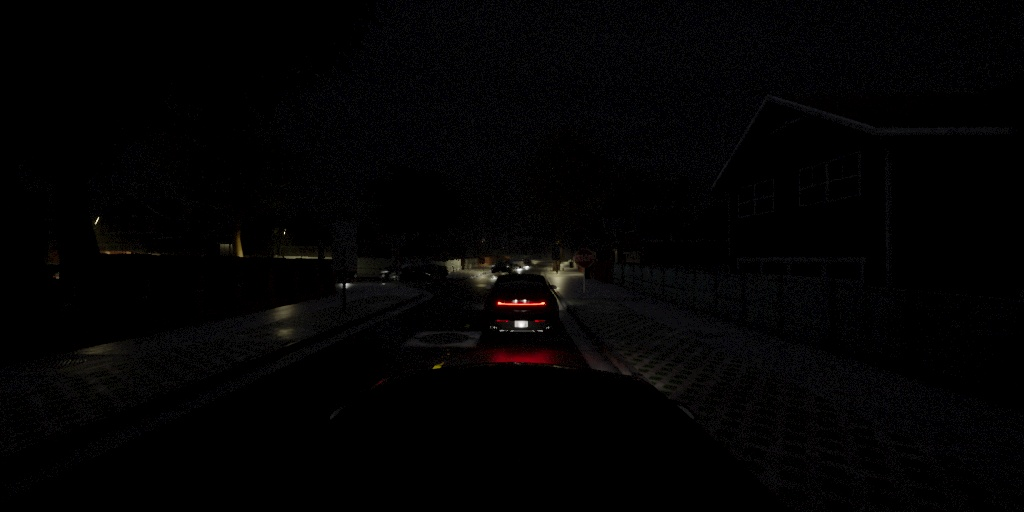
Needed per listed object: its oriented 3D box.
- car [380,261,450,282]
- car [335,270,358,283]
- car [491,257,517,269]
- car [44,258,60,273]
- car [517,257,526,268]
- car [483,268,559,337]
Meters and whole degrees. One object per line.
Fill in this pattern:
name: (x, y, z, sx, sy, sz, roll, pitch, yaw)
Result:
car: (-7.048, 1.120, 26.314, 4.902, 1.511, 2.128, 1, 1, -18)
car: (-12.639, 0.989, 23.394, 5.008, 1.535, 1.882, 1, 0, 3)
car: (-0.999, 1.039, 39.559, 2.097, 1.767, 4.553, 0, 0, 5)
car: (-32.754, 0.719, 24.524, 4.718, 1.301, 1.895, 1, 0, 3)
car: (0.512, 1.113, 53.290, 1.812, 1.442, 4.674, 0, 0, 7)
car: (0.257, 1.255, 10.339, 1.837, 1.490, 4.892, 0, 0, 1)
